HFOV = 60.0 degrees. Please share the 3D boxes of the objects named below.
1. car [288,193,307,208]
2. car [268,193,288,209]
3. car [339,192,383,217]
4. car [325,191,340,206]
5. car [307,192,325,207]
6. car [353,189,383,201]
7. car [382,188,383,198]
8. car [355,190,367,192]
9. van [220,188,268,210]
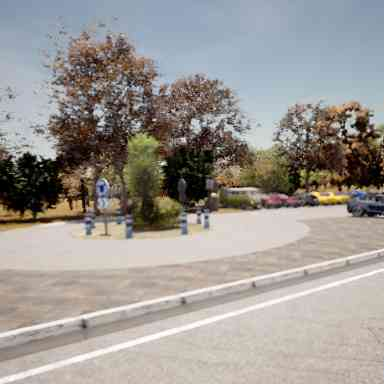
[{"bbox_3d":[8.988,0.860,34.365,2.002,1.452,4.674,0,0,-35],"label":"car"},{"bbox_3d":[6.706,0.878,32.767,2.002,1.452,4.674,0,0,-35],"label":"car"},{"bbox_3d":[12.104,0.894,20.541,2.163,1.488,4.792,0,0,-35],"label":"car"},{"bbox_3d":[13.555,0.755,37.786,1.946,1.575,5.366,-1,1,-35],"label":"car"},{"bbox_3d":[11.358,0.823,36.056,2.163,1.488,4.792,-1,0,-35],"label":"car"},{"bbox_3d":[25.090,0.429,45.627,2.231,1.521,4.892,-2,1,-35],"label":"car"},{"bbox_3d":[31.934,0.123,50.200,1.946,1.575,5.366,-3,2,-35],"label":"car"},{"bbox_3d":[18.144,0.690,40.736,2.163,1.488,4.792,-1,1,-35],"label":"car"},{"bbox_3d":[4.589,0.632,31.127,1.878,1.987,4.442,-1,1,-35],"label":"van"}]
